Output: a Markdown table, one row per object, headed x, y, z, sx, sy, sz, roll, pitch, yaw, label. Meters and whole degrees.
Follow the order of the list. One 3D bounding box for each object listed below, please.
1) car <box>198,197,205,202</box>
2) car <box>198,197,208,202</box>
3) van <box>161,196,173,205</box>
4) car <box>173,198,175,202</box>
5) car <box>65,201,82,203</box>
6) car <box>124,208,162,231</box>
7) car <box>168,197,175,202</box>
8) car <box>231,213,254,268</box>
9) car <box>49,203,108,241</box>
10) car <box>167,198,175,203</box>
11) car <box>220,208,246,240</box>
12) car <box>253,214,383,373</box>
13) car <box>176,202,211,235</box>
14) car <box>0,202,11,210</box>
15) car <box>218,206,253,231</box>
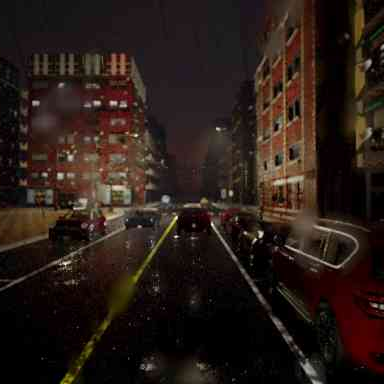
| x | y | z | sx | sy | sz | roll | pitch | yaw | label |
| --- | --- | --- | --- | --- | --- | --- | --- | --- | --- |
| 2.682 | 2.162 | 94.495 | 1.887 | 1.381 | 4.507 | 1 | 0 | 0 | car |
| 2.687 | 1.994 | 72.056 | 1.752 | 1.417 | 4.829 | 1 | 0 | 0 | car |
| -5.690 | 1.809 | 71.924 | 1.690 | 1.788 | 3.998 | 1 | 0 | 0 | van |
| -5.695 | 2.087 | 77.574 | 1.802 | 1.307 | 4.206 | 1 | 0 | 0 | car |
| -18.721 | 2.049 | 51.009 | 4.313 | 1.339 | 1.947 | 0 | -1 | 0 | car |
| -3.070 | 1.742 | 21.654 | 1.895 | 1.301 | 4.718 | 0 | 0 | 0 | car |
| -5.698 | 2.141 | 94.361 | 1.752 | 1.417 | 4.829 | 1 | 0 | 0 | car |
| 2.666 | 1.641 | 11.320 | 1.947 | 1.339 | 4.313 | 1 | 0 | 0 | car |
| -5.680 | 1.551 | 17.013 | 1.967 | 1.590 | 4.097 | 1 | 0 | 0 | car |
| -5.697 | 2.162 | 88.879 | 1.802 | 1.307 | 4.206 | 1 | 0 | 0 | car |
| 2.665 | 1.693 | 16.977 | 1.802 | 1.307 | 4.206 | 1 | 0 | 0 | car |
| 2.670 | 1.353 | 5.665 | 2.192 | 1.841 | 5.009 | 1 | 0 | 0 | car |
| 0.097 | 1.606 | 19.655 | 1.882 | 1.535 | 5.008 | 0 | -1 | 0 | car |
| -30.061 | 2.125 | 51.054 | 4.206 | 1.307 | 1.802 | 0 | -1 | 0 | car |
| 2.833 | 1.730 | 22.633 | 1.802 | 1.307 | 4.206 | 1 | 0 | 0 | car |
